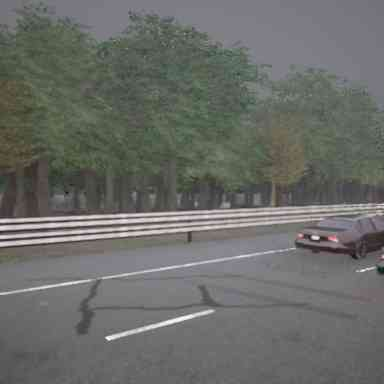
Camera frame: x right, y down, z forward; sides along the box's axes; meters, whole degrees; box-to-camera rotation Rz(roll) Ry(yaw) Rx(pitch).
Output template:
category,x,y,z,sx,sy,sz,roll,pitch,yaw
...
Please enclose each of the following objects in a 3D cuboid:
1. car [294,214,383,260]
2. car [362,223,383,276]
category,x,y,z,sx,sy,sz,roll,pitch,yaw
car,6.104,1.547,12.394,5.357,1.411,2.033,0,0,-35
car,6.871,1.547,8.648,5.357,1.411,2.033,0,0,-36
